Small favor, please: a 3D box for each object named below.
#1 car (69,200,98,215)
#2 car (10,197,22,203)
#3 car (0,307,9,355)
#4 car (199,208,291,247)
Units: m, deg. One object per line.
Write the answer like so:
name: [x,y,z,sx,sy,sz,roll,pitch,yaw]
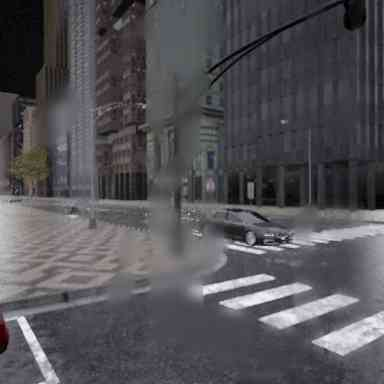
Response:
car: [-11.365,1.608,34.617,2.128,1.511,4.902,-1,1,-35]
car: [-39.170,1.738,73.911,1.994,1.385,4.181,-1,0,-35]
car: [-4.369,1.448,3.544,4.097,1.590,1.967,0,0,-35]
car: [2.274,1.564,15.352,1.837,1.490,4.892,-1,2,-35]
